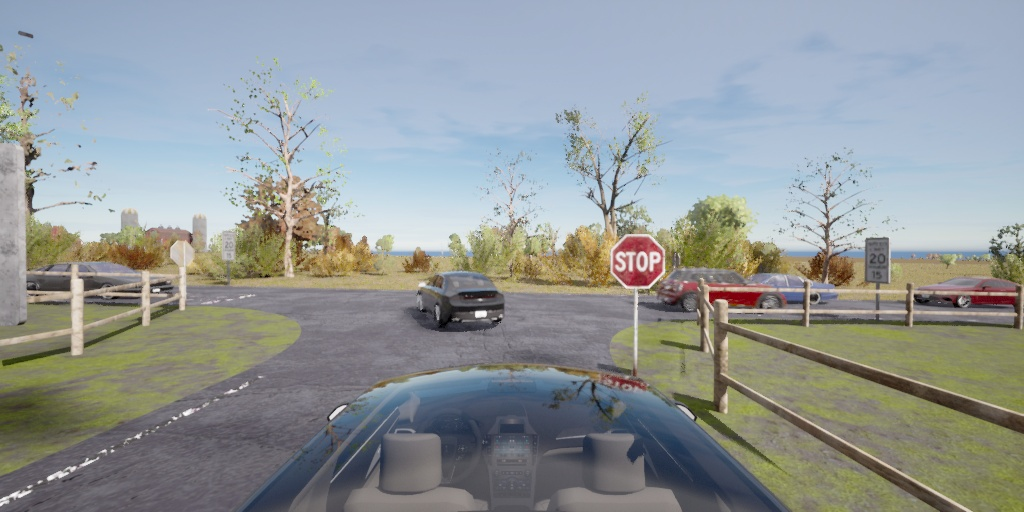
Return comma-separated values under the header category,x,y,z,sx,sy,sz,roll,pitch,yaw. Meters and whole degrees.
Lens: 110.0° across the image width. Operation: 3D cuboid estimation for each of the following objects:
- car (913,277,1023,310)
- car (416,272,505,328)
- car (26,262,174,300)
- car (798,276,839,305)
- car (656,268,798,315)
category,x,y,z,sx,sy,sz,roll,pitch,yaw
car,22.708,1.766,17.656,4.674,1.442,1.812,1,1,0
car,-1.797,1.248,11.576,1.837,1.490,4.892,0,1,-24
car,-17.260,0.968,14.732,5.357,1.411,2.033,1,1,0
car,12.804,1.577,17.648,5.357,1.411,2.033,1,1,-1
car,8.507,1.325,14.726,4.553,1.767,2.097,1,1,0
